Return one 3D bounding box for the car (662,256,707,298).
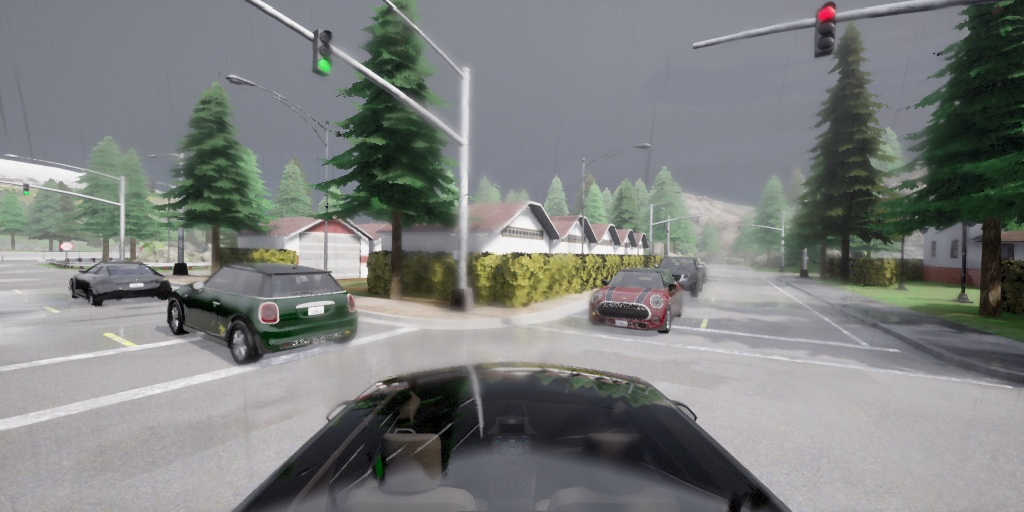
[{"bbox_3d":[9.342,1.048,20.036,2.150,2.045,5.566,1,1,31],"label":"car"}]

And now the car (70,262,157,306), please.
[{"bbox_3d":[-14.565,0.902,13.324,4.181,1.385,1.994,2,1,31],"label":"car"}]

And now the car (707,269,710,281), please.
[{"bbox_3d":[14.640,1.338,28.787,1.837,1.490,4.892,1,1,31],"label":"car"}]

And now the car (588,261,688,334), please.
[{"bbox_3d":[4.033,1.172,11.280,2.097,1.767,4.553,1,1,31],"label":"car"}]

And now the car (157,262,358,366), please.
[{"bbox_3d":[-5.527,0.923,7.888,4.553,1.767,2.097,4,2,31],"label":"car"}]
